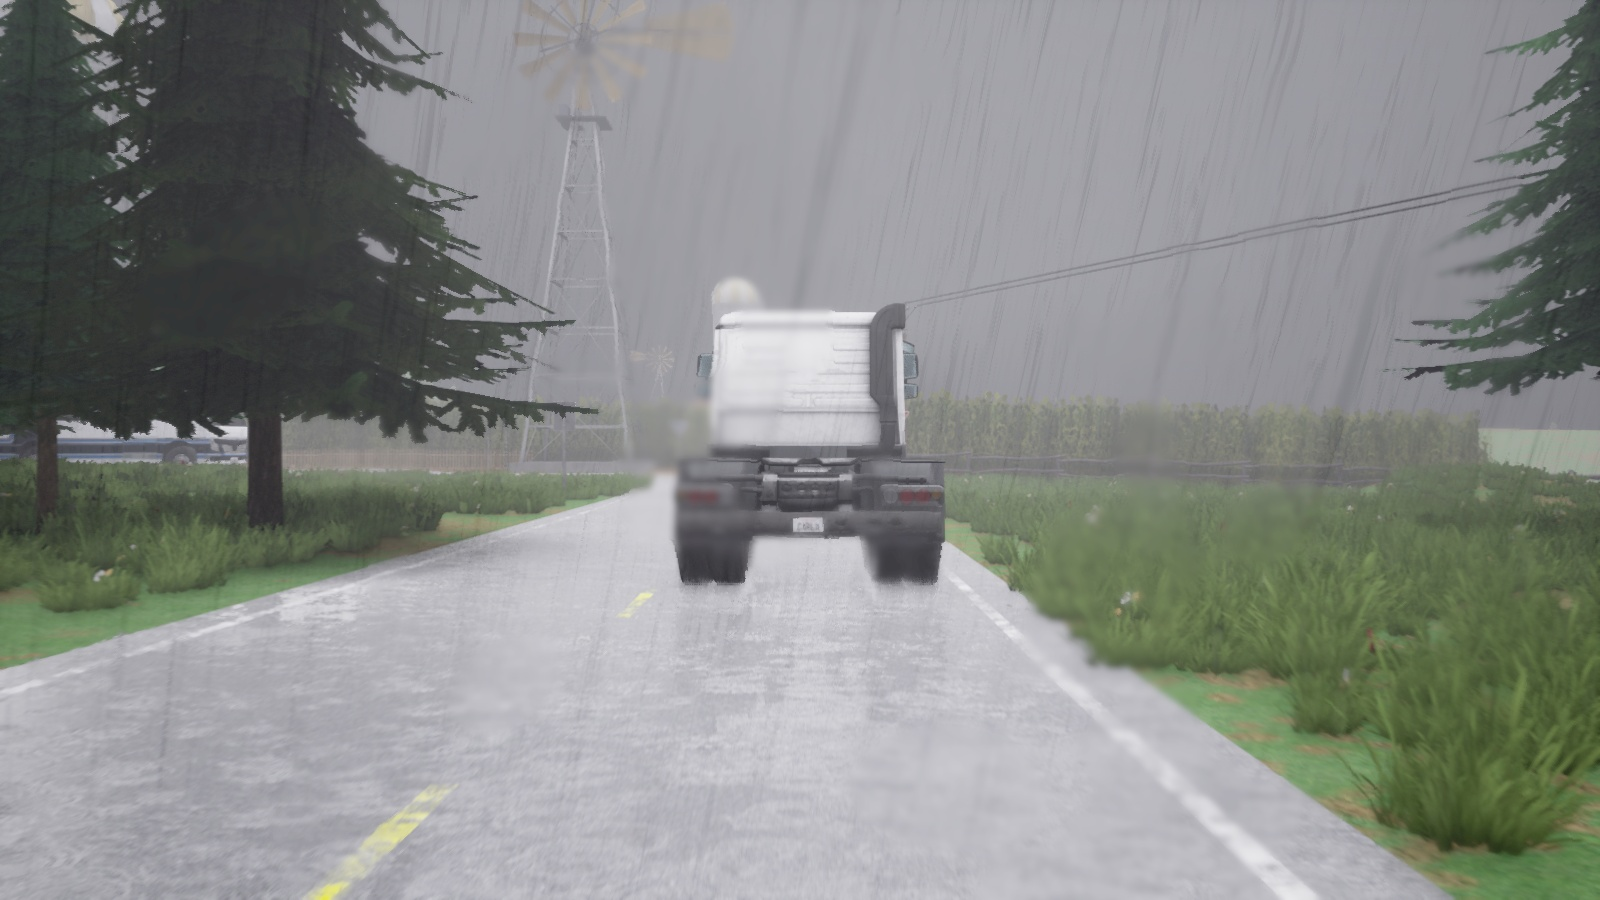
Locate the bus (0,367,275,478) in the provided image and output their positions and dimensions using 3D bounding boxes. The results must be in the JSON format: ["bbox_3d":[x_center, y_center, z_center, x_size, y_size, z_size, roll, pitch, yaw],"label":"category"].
[{"bbox_3d":[-26.876,-1.074,50.071,10.273,4.253,3.944,0,0,1],"label":"bus"}]

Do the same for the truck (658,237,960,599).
[{"bbox_3d":[0.109,-0.325,15.994,2.891,3.462,7.936,0,0,0],"label":"truck"}]
